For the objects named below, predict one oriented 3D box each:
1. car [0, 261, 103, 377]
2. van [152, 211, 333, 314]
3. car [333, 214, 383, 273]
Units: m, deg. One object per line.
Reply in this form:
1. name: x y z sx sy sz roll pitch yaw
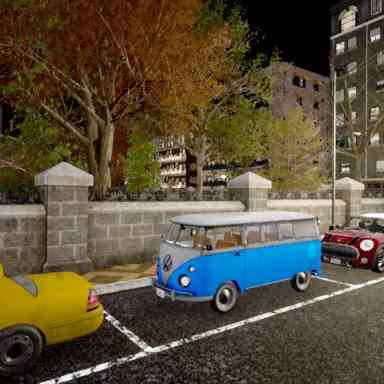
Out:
1. car: -3.581 1.525 3.995 4.829 1.417 1.752 0 1 -35
2. van: 1.132 1.342 7.347 3.998 1.788 1.690 0 1 -35
3. car: 5.705 1.442 10.604 4.097 1.590 1.967 0 1 -35
